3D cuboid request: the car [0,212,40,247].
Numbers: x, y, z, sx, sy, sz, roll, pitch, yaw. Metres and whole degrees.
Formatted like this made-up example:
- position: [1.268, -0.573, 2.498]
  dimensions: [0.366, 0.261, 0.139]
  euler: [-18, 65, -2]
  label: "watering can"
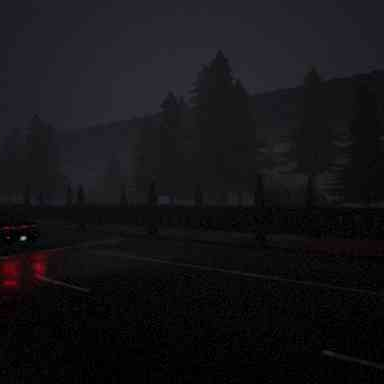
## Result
- position: [-8.558, 1.611, 14.396]
  dimensions: [4.902, 1.511, 2.128]
  euler: [-1, 0, 36]
  label: "car"
